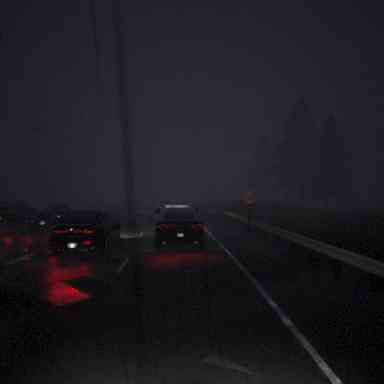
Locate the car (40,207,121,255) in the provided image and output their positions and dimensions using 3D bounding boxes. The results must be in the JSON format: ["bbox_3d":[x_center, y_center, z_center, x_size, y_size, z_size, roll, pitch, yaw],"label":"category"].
[{"bbox_3d":[-4.005,1.443,13.075,1.837,1.490,4.892,0,0,-4],"label":"car"}]

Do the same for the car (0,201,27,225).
[{"bbox_3d":[-11.968,1.389,22.700,2.128,1.511,4.902,0,0,-7],"label":"car"}]

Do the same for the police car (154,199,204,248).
[{"bbox_3d":[-0.619,1.352,14.686,1.930,1.638,5.238,0,0,-4],"label":"police car"}]

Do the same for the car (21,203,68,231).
[{"bbox_3d":[-8.106,1.434,19.752,1.812,1.442,4.674,0,0,-6],"label":"car"}]
